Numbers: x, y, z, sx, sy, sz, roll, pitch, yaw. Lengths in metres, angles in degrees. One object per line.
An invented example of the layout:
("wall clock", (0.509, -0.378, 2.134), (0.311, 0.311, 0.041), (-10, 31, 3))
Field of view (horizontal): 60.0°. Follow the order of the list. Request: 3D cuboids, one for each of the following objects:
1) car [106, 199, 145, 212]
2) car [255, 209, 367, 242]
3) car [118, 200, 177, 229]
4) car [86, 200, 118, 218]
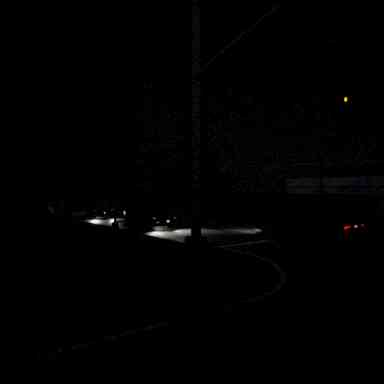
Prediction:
("car", (-8.082, 1.601, 40.748), (1.895, 1.301, 4.718), (0, 0, 32))
("car", (5.645, 1.547, 16.479), (2.033, 1.411, 5.357), (0, 0, -36))
("car", (-2.846, 1.505, 21.858), (1.837, 1.490, 4.892), (0, 0, -36))
("car", (-8.378, 1.505, 30.099), (1.837, 1.490, 4.892), (0, 0, -26))
